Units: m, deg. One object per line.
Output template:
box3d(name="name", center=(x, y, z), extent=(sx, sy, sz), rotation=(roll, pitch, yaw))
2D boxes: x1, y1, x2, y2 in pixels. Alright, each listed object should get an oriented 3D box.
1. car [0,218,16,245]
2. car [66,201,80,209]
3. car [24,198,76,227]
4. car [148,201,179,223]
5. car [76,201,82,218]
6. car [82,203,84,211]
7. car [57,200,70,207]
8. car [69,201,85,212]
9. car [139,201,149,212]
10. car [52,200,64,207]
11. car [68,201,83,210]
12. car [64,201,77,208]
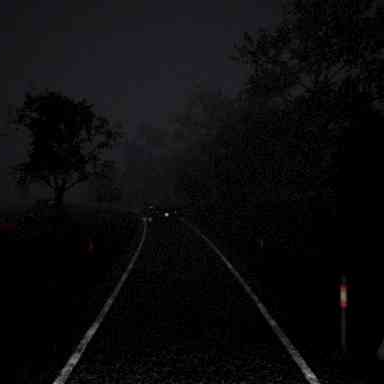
box3d(name="car", center=(-9.329, 1.621, 13.903), extent=(1.946, 1.575, 5.366), rotation=(2, -1, -4))
box3d(name="car", center=(-22.359, 2.407, 62.593), extent=(2.097, 1.535, 5.008), rotation=(0, -1, -24))
box3d(name="car", center=(-10.807, 1.511, 25.147), extent=(2.435, 2.045, 5.566), rotation=(2, -2, -10))
box3d(name="car", center=(-2.127, 1.615, 25.909), extent=(1.994, 1.385, 4.181), rotation=(0, 0, -9))
box3d(name="car", center=(-11.868, 1.845, 30.668), extent=(2.231, 1.521, 4.892), rotation=(2, -2, -12))
box3d(name="car", center=(-13.106, 1.928, 36.120), extent=(2.231, 1.521, 4.892), rotation=(2, -2, -13))
box3d(name="car", center=(-30.006, 2.679, 77.508), extent=(2.097, 1.535, 5.008), rotation=(-2, 0, -28))
box3d(name="car", center=(-17.820, 2.177, 51.450), extent=(2.097, 1.535, 5.008), rotation=(-1, -1, -20))
box3d(name="car", center=(-5.349, 1.765, 41.150), extent=(1.994, 1.385, 4.181), rotation=(-1, 0, -15))
box3d(name="car", center=(-33.339, 2.850, 82.667), extent=(2.002, 1.452, 4.674), rotation=(1, -1, -34))
box3d(name="car", center=(-20.081, 2.290, 57.359), extent=(2.231, 1.521, 4.892), rotation=(0, -1, -21))
box3d(name="car", center=(-25.029, 2.555, 68.224), extent=(2.002, 1.452, 4.674), rotation=(0, -1, -26))
